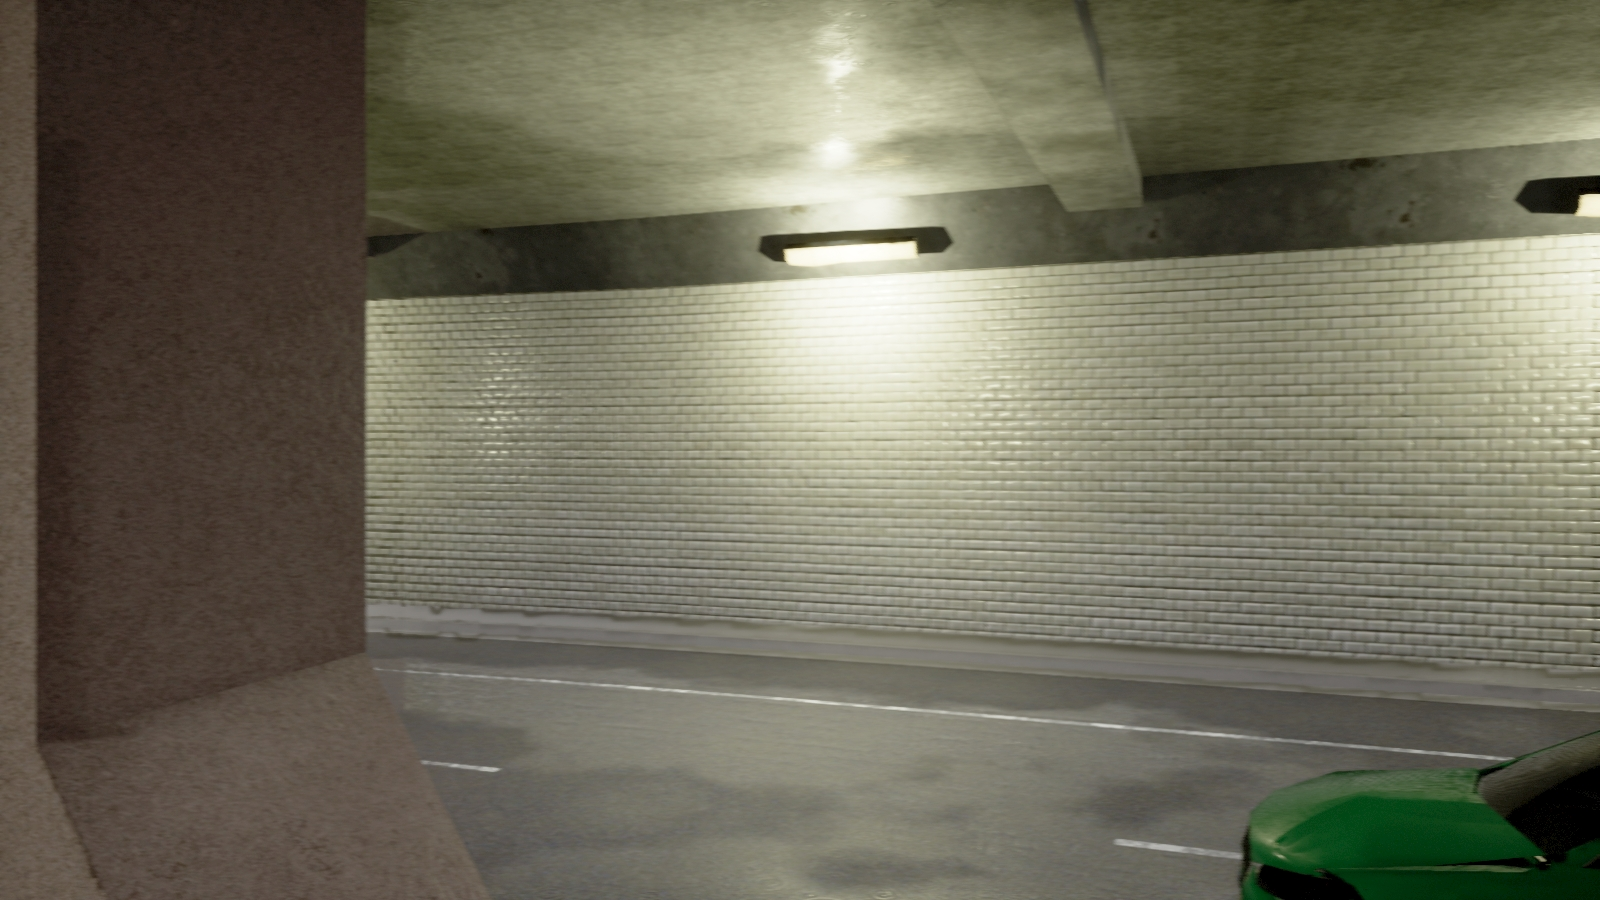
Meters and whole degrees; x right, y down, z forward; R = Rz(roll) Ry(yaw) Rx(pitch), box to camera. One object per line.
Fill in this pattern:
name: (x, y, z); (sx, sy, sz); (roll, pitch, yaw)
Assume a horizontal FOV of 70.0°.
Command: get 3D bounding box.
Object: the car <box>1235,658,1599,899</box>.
car: (4.659, 2.061, 5.353); (4.892, 1.480, 2.231); (0, 0, 21)
